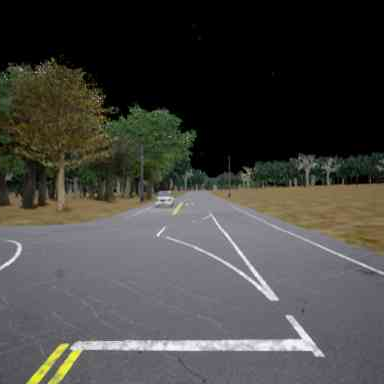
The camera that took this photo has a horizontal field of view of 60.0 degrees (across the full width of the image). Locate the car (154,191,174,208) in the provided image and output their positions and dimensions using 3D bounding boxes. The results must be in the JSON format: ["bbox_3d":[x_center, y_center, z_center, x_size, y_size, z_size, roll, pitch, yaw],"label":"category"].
[{"bbox_3d":[-3.480,0.928,42.323,2.150,2.045,5.566,0,1,-1],"label":"car"}]
